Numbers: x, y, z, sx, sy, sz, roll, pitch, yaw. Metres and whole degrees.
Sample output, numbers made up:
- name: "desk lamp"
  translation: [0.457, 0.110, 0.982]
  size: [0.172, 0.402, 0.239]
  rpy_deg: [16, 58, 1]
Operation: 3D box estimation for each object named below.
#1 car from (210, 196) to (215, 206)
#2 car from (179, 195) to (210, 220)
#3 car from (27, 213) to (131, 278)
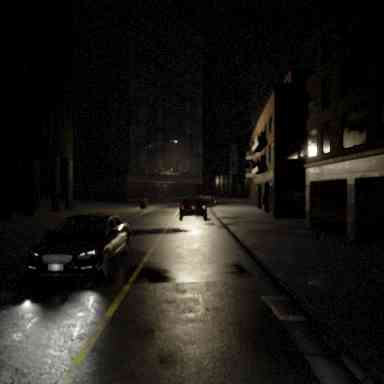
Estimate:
- name: "car"
  translation: [1.858, 1.191, 45.274]
  size: [2.128, 1.511, 4.902]
  rpy_deg: [0, 0, 14]
- name: "car"
  translation: [0.094, 1.168, 26.439]
  size: [2.097, 1.767, 4.553]
  rpy_deg: [0, 0, 0]
- name: "car"
  translation: [-3.089, 1.420, 9.993]
  size: [2.128, 1.511, 4.902]
  rpy_deg: [0, 1, 0]
